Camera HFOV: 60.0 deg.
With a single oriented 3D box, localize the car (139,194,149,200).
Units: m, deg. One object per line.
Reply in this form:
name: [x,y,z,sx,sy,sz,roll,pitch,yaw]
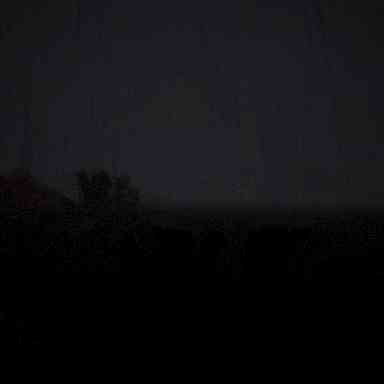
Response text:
car: [-12.654,1.208,81.507,2.128,1.511,4.902,0,-1,36]
